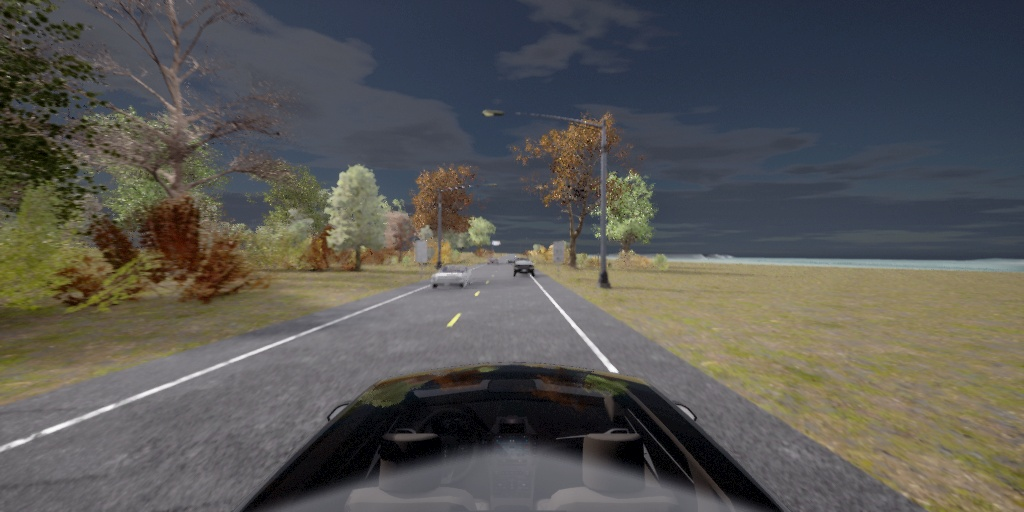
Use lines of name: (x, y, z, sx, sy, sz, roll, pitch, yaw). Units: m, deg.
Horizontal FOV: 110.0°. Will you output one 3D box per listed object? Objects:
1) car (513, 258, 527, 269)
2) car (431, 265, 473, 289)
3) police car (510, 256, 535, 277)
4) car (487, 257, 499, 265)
car: (1.070, 0.990, 48.961, 1.837, 1.490, 4.892, 0, 0, 0)
car: (-3.594, 1.240, 21.984, 1.895, 1.301, 4.718, 0, 0, 0)
police car: (1.047, 1.002, 33.077, 1.930, 1.638, 5.238, 0, 0, 0)
car: (-3.450, 0.932, 65.353, 1.994, 1.385, 4.181, 0, 0, 0)
